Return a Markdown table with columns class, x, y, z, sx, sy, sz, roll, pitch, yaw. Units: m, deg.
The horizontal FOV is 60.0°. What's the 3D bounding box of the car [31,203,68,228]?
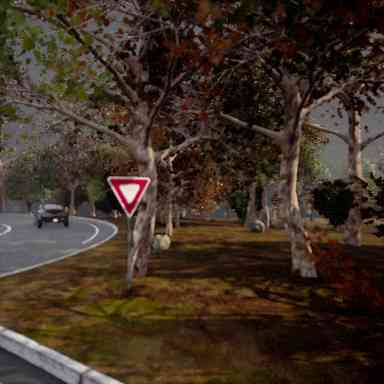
| class | x | y | z | sx | sy | sz | roll | pitch | yaw |
| --- | --- | --- | --- | --- | --- | --- | --- | --- | --- |
| car | -9.883 | 1.573 | 23.139 | 1.837 | 1.490 | 4.892 | 0 | -1 | -30 |
